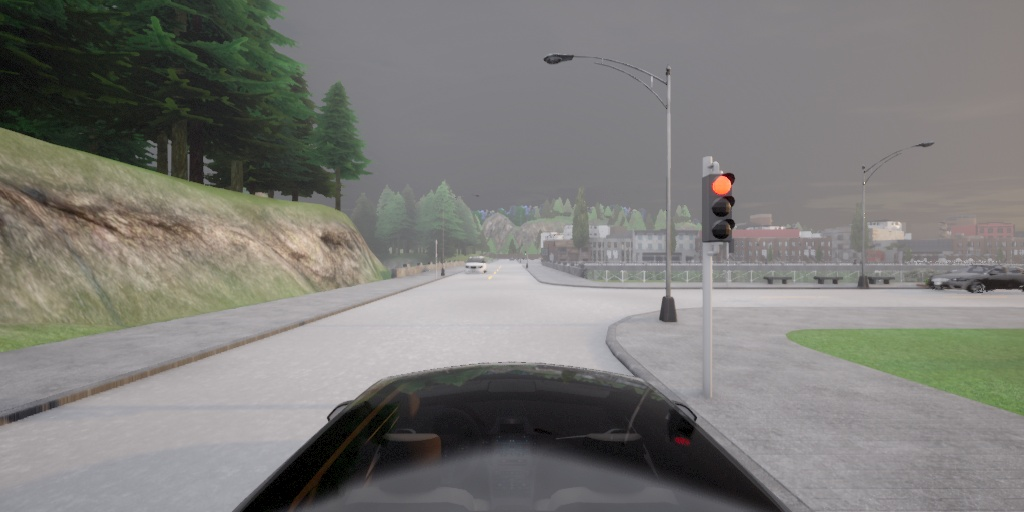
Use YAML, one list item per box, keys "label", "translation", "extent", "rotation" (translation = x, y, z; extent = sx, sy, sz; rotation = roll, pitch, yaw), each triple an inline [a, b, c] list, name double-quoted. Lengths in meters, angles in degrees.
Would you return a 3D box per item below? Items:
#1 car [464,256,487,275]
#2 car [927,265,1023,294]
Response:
- label: "car"
  translation: [-3.998, 1.084, 40.018]
  extent: [2.150, 2.045, 5.566]
  rotation: [0, 1, 0]
- label: "car"
  translation: [25.695, 1.240, 19.531]
  extent: [4.902, 1.511, 2.128]
  rotation: [0, 0, 0]
